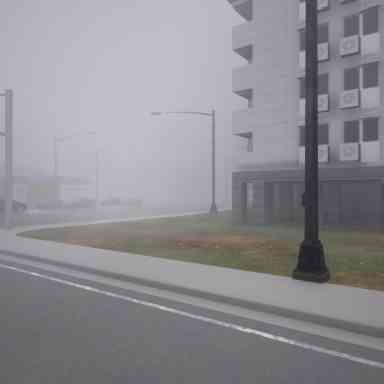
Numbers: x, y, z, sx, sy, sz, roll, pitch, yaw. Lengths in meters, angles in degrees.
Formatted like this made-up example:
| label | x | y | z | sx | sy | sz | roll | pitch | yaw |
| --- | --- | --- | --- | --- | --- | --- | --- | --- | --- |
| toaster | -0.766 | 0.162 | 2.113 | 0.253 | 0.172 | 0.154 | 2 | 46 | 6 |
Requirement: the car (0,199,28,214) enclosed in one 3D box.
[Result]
| label | x | y | z | sx | sy | sz | roll | pitch | yaw |
| --- | --- | --- | --- | --- | --- | --- | --- | --- | --- |
| car | -19.373 | 1.478 | 33.718 | 1.882 | 1.535 | 5.008 | 0 | 0 | 36 |

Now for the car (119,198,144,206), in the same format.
| label | x | y | z | sx | sy | sz | roll | pitch | yaw |
| --- | --- | --- | --- | --- | --- | --- | --- | --- | --- |
| car | -9.335 | 1.600 | 52.953 | 1.895 | 1.301 | 4.718 | 0 | 0 | 13 |

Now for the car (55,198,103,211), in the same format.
| label | x | y | z | sx | sy | sz | roll | pitch | yaw |
| --- | --- | --- | --- | --- | --- | --- | --- | --- | --- |
| car | -14.073 | 1.491 | 41.577 | 2.128 | 1.511 | 4.902 | 0 | 0 | 30 |

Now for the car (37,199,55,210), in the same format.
| label | x | y | z | sx | sy | sz | roll | pitch | yaw |
| --- | --- | --- | --- | --- | --- | --- | --- | --- | --- |
| car | -17.589 | 1.564 | 42.494 | 1.994 | 1.385 | 4.181 | 0 | 0 | 31 |

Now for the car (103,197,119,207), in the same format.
| label | x | y | z | sx | sy | sz | roll | pitch | yaw |
| --- | --- | --- | --- | --- | --- | --- | --- | --- | --- |
| car | -12.882 | 1.478 | 53.280 | 1.882 | 1.535 | 5.008 | 0 | 0 | 14 |
